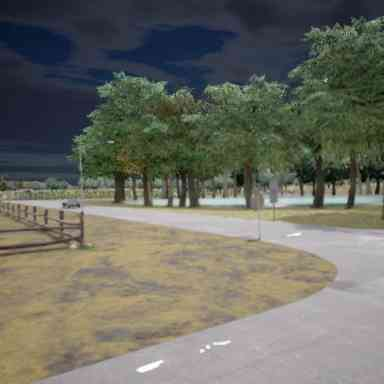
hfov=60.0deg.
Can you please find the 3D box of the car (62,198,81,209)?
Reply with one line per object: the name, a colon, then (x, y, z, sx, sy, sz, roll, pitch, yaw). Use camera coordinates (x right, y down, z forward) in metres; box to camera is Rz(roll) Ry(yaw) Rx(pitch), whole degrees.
car: (-18.317, 1.711, 50.292, 1.837, 1.490, 4.892, -3, 1, -35)
